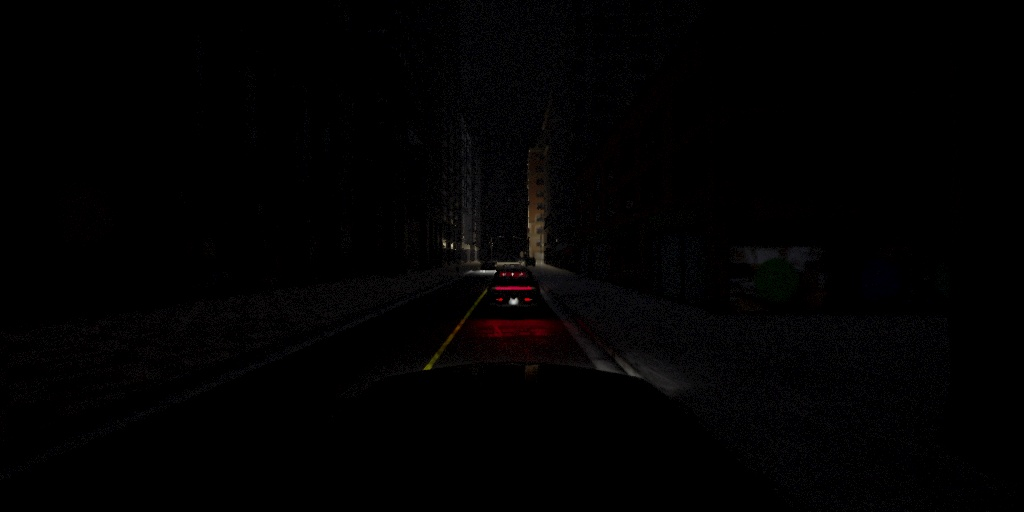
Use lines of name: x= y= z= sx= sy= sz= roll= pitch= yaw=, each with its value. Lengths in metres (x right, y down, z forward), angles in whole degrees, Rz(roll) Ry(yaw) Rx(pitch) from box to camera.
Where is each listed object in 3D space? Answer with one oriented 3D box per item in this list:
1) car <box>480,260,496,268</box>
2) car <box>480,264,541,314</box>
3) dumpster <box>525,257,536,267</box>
car: x=-3.085 y=1.281 z=48.131 sx=1.994 sy=1.385 sz=4.181 roll=0 pitch=0 yaw=0
car: x=0.069 y=1.236 z=13.697 sx=2.128 sy=1.511 sz=4.902 roll=0 pitch=0 yaw=0
dumpster: x=3.137 y=1.096 z=62.045 sx=1.020 sy=1.700 sz=1.940 roll=0 pitch=0 yaw=0
